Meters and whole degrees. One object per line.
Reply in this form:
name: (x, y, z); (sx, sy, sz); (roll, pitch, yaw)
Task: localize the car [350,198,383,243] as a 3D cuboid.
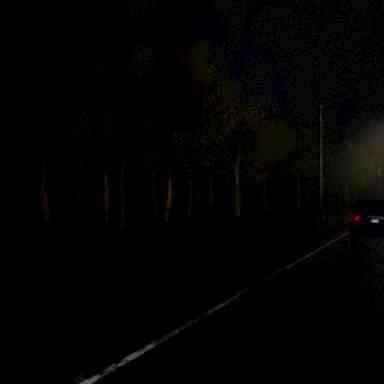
car: (9.068, 1.299, 15.965); (2.150, 2.045, 5.566); (0, 0, 34)
